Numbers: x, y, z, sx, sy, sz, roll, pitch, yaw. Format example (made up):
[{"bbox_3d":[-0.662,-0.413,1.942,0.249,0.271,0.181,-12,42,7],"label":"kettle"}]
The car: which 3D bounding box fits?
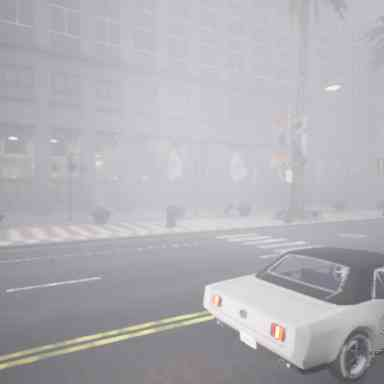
[{"bbox_3d":[2.650,1.563,5.286,4.718,1.301,1.895,0,0,-29],"label":"car"}]
